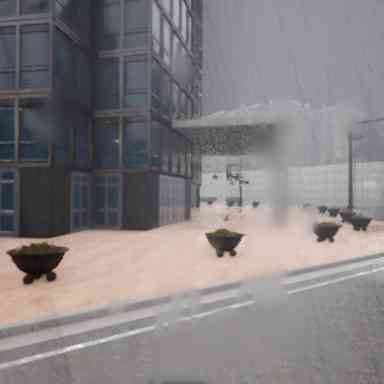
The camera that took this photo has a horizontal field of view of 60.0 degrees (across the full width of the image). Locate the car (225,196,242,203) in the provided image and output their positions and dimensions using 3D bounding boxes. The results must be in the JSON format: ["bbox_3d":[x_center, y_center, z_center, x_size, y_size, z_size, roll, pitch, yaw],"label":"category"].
[{"bbox_3d":[11.100,1.931,88.688,2.097,1.767,4.553,1,0,-34],"label":"car"}]

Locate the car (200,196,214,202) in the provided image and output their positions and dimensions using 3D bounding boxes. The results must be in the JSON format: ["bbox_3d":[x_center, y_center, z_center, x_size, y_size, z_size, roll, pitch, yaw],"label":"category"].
[{"bbox_3d":[3.087,2.084,94.213,2.033,1.411,5.357,1,0,-34],"label":"car"}]

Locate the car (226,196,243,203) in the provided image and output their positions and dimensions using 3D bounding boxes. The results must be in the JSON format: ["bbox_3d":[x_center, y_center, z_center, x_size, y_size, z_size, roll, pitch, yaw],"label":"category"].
[{"bbox_3d":[10.706,2.041,83.055,1.837,1.490,4.892,1,0,-34],"label":"car"}]
